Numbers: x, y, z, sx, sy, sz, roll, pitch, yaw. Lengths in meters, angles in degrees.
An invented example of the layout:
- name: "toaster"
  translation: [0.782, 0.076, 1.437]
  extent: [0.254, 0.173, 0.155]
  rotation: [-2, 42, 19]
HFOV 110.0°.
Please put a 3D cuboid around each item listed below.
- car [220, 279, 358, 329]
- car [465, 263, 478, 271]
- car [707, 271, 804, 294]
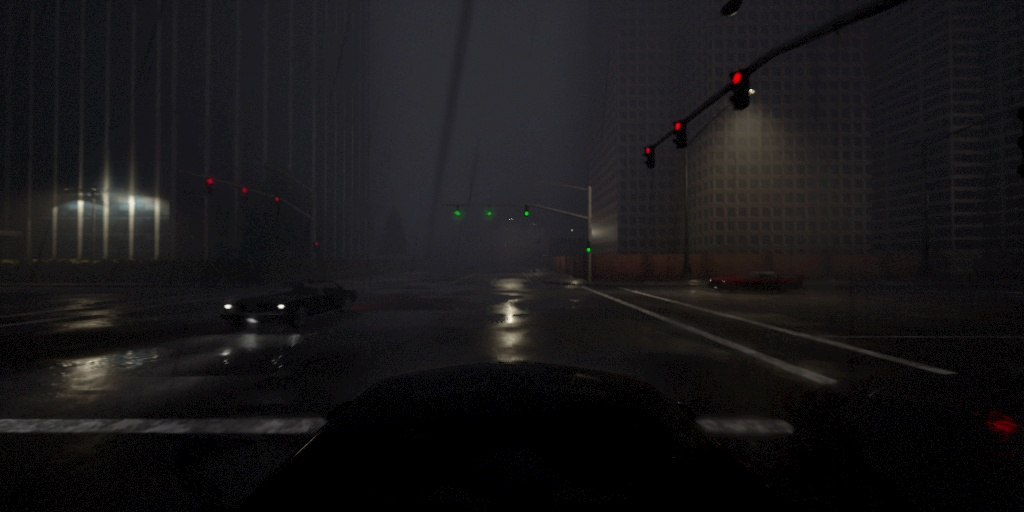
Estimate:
- name: "car"
  translation: [-7.000, 1.476, 11.890]
  extent: [1.895, 1.301, 4.718]
  rotation: [0, -1, 0]
- name: "car"
  translation: [-7.002, 1.866, 61.816]
  extent: [1.895, 1.301, 4.718]
  rotation: [0, -1, 0]
- name: "car"
  translation: [14.487, 1.584, 21.579]
  extent: [4.718, 1.301, 1.895]
  rotation: [0, -1, 0]
